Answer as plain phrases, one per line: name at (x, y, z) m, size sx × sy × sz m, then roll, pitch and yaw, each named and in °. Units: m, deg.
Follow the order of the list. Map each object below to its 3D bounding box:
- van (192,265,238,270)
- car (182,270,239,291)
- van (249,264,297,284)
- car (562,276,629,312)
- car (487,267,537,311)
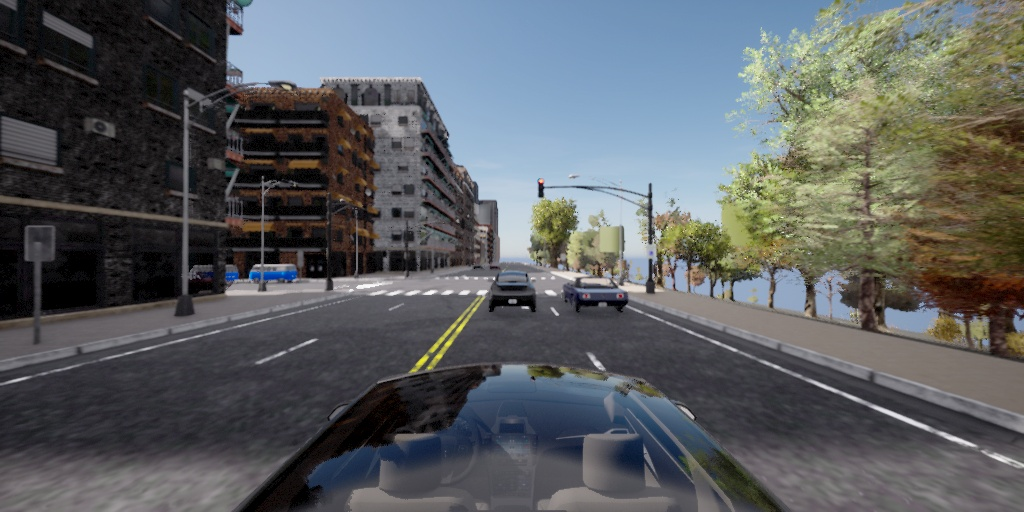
van at (-28.299, 1.769, 34.054) m, size 3.998 × 1.789 × 1.690 m, roll 0°, pitch 0°, yaw -1°
car at (-22.616, 1.880, 25.781) m, size 4.207 × 1.307 × 1.802 m, roll 0°, pitch 0°, yaw -1°
van at (-22.698, 1.696, 34.128) m, size 3.998 × 1.789 × 1.690 m, roll 0°, pitch 0°, yaw -1°
car at (3.279, 1.492, 15.085) m, size 1.895 × 1.301 × 4.718 m, roll 0°, pitch -1°, yaw 1°
car at (0.004, 1.401, 15.346) m, size 1.837 × 1.490 × 4.892 m, roll 0°, pitch 0°, yaw -1°
